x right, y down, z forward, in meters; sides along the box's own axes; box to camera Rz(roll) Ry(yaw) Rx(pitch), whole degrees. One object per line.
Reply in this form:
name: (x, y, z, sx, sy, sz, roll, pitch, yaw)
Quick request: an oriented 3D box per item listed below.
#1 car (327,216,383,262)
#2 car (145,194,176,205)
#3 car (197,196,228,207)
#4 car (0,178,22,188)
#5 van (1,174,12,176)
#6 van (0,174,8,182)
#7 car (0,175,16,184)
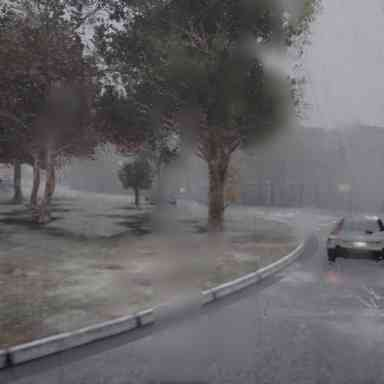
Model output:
car: (5.909, 1.514, 11.646, 1.994, 1.385, 4.181, 0, 0, 27)
car: (-4.170, 0.913, 43.758, 4.181, 1.385, 1.994, 3, 2, 31)
car: (2.642, 1.172, 42.748, 4.181, 1.385, 1.994, 4, 3, 44)
car: (-37.099, -1.564, 67.575, 2.231, 1.521, 4.892, 6, 5, 33)
van: (-42.472, -2.621, 74.944, 1.878, 1.987, 4.442, 6, 5, 33)
van: (-48.050, -3.441, 82.026, 1.878, 1.987, 4.442, 6, 5, 33)
car: (-44.361, -2.917, 77.243, 2.435, 2.045, 5.566, 6, 5, 33)
